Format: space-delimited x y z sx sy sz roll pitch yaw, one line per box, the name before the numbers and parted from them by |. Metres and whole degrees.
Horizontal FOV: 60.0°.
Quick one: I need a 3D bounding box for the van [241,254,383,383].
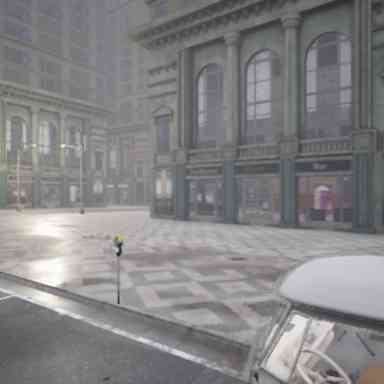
van | 2.101 1.346 1.483 3.998 1.788 1.690 0 0 35
